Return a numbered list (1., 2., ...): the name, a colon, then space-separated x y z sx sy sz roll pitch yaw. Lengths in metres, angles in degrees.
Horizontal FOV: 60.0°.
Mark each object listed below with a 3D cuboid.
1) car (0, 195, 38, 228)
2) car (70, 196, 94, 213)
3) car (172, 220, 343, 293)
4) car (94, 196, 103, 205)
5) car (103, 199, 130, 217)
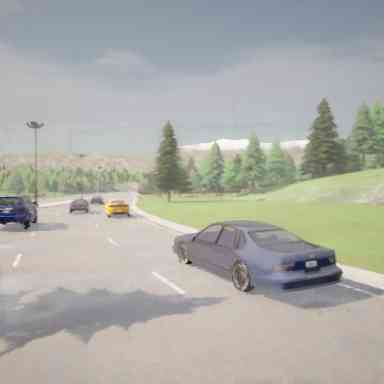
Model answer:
1. car: -11.521 1.219 21.695 2.150 2.045 5.566 -1 0 -19
2. car: -11.950 1.461 35.572 2.033 1.411 5.357 -1 0 -15
3. car: 1.262 1.474 8.845 2.033 1.411 5.357 -1 0 -26
4. car: -15.612 1.359 54.769 1.812 1.442 4.674 -1 0 -9
5. car: -6.730 1.364 29.989 1.882 1.535 5.008 -1 0 -16
